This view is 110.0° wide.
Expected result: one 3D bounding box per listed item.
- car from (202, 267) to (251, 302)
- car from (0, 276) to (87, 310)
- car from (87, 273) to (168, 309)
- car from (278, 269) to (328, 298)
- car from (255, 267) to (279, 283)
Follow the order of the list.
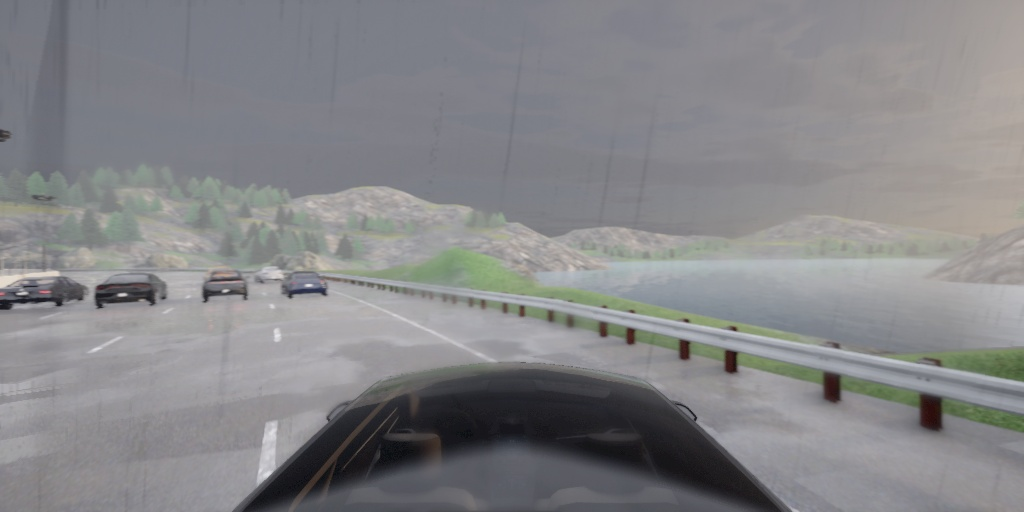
[{"bbox_3d":[-15.491,1.536,19.486,2.128,1.511,4.902,-1,0,-37],"label":"car"},{"bbox_3d":[-22.744,1.700,17.501,2.033,1.411,5.357,-1,0,-38],"label":"car"},{"bbox_3d":[-18.343,1.561,17.468,1.882,1.535,5.008,-1,0,-37],"label":"car"},{"bbox_3d":[-12.043,1.559,20.737,1.994,1.385,4.181,-1,0,-37],"label":"car"},{"bbox_3d":[-22.760,1.725,33.669,1.812,1.442,4.674,-1,0,-41],"label":"car"}]
